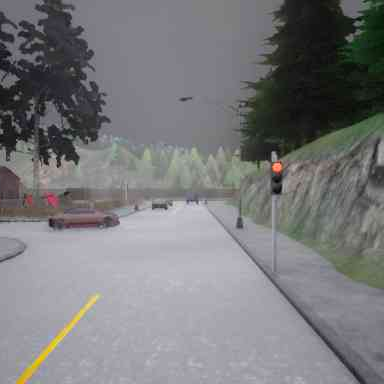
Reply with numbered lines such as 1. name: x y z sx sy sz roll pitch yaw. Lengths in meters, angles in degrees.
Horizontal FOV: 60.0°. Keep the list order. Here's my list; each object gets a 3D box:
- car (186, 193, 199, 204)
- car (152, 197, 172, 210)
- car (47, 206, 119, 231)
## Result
1. car: 0.086 1.218 62.483 2.150 2.045 5.566 0 0 0
2. car: -4.040 1.475 42.853 1.882 1.535 5.008 0 0 0
3. car: -6.641 1.563 20.419 4.181 1.385 1.994 0 0 -22
